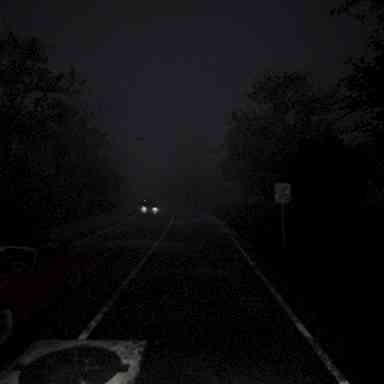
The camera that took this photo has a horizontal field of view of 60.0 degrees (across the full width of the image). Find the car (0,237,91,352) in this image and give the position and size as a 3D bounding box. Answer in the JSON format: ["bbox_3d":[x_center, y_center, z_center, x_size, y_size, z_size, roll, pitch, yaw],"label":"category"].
[{"bbox_3d":[-3.525,1.604,6.196,1.895,1.301,4.718,0,0,1],"label":"car"}]

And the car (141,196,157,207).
[{"bbox_3d":[-6.451,1.341,49.892,2.097,1.767,4.553,1,0,-12],"label":"car"}]
